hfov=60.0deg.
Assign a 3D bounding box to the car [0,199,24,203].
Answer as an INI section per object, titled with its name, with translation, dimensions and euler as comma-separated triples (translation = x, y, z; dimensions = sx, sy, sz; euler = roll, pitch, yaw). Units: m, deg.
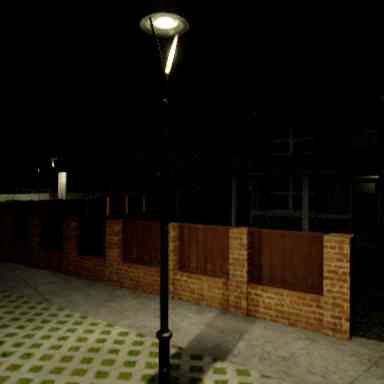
[car]
translation = -12.365, 1.228, 22.926
dimensions = 2.033, 1.411, 5.357
euler = 1, 2, 39
